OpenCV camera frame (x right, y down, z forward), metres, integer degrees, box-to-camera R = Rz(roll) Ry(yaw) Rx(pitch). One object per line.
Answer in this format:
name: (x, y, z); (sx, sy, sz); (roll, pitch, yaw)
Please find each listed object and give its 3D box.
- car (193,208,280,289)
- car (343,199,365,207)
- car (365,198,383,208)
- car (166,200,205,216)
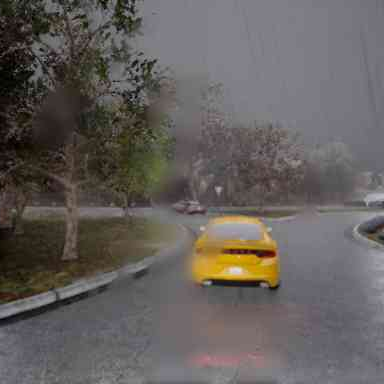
car: (1.176, 1.402, 9.045); (1.882, 1.535, 5.008); (0, 0, 7)
car: (25.477, 1.702, 52.038); (4.718, 1.301, 1.895); (0, 0, -42)
car: (28.332, 1.642, 50.313); (4.674, 1.442, 1.812); (0, 0, -43)
car: (-0.590, 1.387, 30.534); (1.994, 1.385, 4.181); (0, 0, -38)
